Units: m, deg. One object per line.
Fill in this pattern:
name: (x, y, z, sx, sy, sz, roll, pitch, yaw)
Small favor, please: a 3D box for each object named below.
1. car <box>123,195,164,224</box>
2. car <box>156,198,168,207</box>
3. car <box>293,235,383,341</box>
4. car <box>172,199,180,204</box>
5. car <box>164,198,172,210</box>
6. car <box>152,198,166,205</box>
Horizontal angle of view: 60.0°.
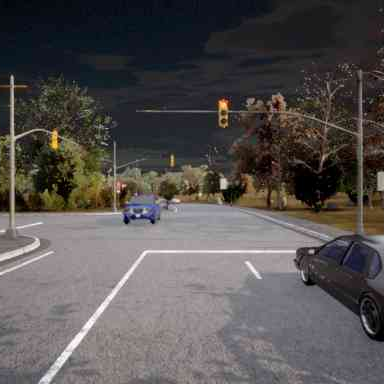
car: (-3.590, 1.223, 24.742, 2.150, 2.045, 5.566, 0, 0, 0)
car: (-5.359, 1.798, 58.274, 1.882, 1.535, 5.008, 0, 0, -8)
car: (3.610, 1.547, 6.425, 2.033, 1.411, 5.357, 0, 0, 0)
car: (-4.416, 2.364, 83.277, 1.812, 1.442, 4.674, 0, -1, -22)
car: (-3.985, 1.564, 43.038, 2.128, 1.511, 4.902, 0, 0, -3)
car: (-8.285, 2.353, 83.477, 1.882, 1.535, 5.008, 0, -1, -25)
